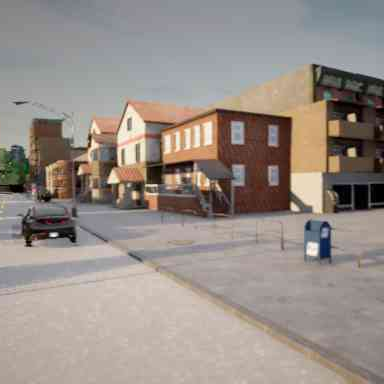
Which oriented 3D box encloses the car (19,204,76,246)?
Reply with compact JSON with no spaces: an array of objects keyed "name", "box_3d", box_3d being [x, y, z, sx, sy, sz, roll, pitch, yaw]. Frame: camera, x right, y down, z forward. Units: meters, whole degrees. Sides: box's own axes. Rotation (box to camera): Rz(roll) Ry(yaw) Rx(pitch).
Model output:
[{"name":"car","box_3d":[-6.247,1.293,14.338,1.837,1.490,4.892,-1,1,-29]}]
